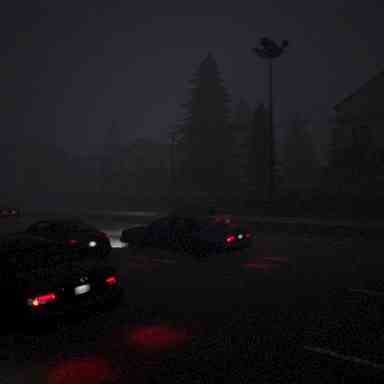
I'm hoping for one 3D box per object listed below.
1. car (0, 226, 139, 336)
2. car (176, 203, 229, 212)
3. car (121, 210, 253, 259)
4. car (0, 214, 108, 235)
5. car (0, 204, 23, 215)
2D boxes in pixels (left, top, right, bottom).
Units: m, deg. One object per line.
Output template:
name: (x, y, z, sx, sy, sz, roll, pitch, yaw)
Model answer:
car: (-3.762, 1.592, 6.676, 5.357, 1.411, 2.033, 0, 0, 35)
car: (-0.019, 1.417, 16.905, 4.553, 1.767, 2.097, 0, 0, 35)
car: (-0.378, 1.598, 12.859, 5.357, 1.411, 2.033, 0, 0, 35)
car: (-4.780, 1.634, 11.701, 4.181, 1.385, 1.994, 0, 0, 35)
car: (-16.666, 1.746, 28.776, 5.357, 1.411, 2.033, 0, 0, 35)
